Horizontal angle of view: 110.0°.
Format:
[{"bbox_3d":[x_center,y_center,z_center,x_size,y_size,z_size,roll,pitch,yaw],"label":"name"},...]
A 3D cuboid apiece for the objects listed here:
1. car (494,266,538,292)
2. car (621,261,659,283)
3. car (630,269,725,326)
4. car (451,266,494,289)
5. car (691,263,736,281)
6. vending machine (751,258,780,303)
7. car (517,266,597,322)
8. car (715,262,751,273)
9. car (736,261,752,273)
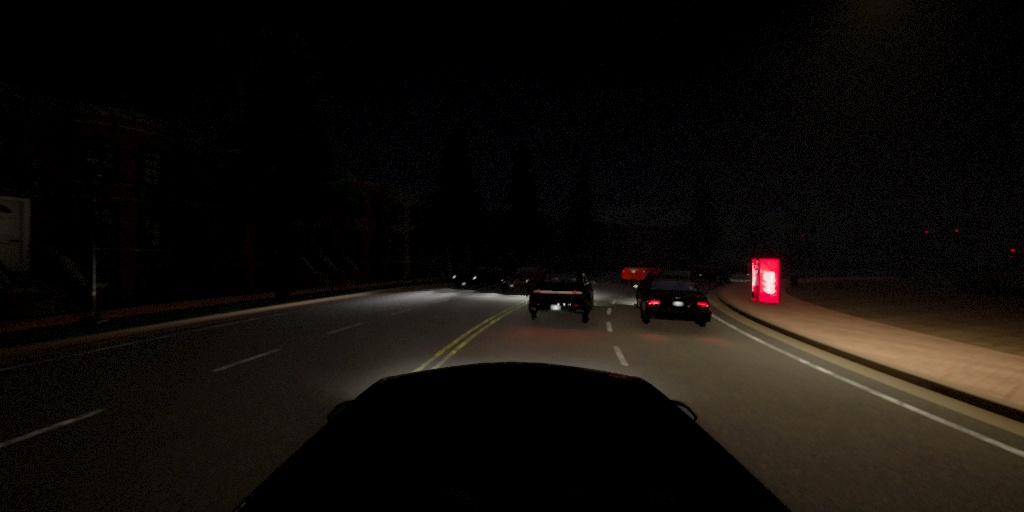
[{"bbox_3d":[0.999,1.288,20.714,1.812,1.442,4.674,0,0,26],"label":"car"},{"bbox_3d":[10.505,1.213,28.725,2.097,1.767,4.553,1,0,39],"label":"car"},{"bbox_3d":[5.232,1.352,12.125,2.033,1.411,5.357,1,0,17],"label":"car"},{"bbox_3d":[-1.848,1.334,22.921,1.895,1.301,4.718,1,0,26],"label":"car"},{"bbox_3d":[16.948,1.405,30.476,5.008,1.535,1.882,1,0,-43],"label":"car"},{"bbox_3d":[11.029,1.060,15.597,1.100,2.100,0.880,0,0,24],"label":"vending machine"},{"bbox_3d":[1.862,1.262,12.544,2.128,1.511,4.902,0,0,15],"label":"car"},{"bbox_3d":[30.987,1.636,50.288,4.674,1.442,1.812,1,0,-21],"label":"car"},{"bbox_3d":[32.270,1.264,47.031,4.674,1.442,1.812,1,0,-21],"label":"car"}]
